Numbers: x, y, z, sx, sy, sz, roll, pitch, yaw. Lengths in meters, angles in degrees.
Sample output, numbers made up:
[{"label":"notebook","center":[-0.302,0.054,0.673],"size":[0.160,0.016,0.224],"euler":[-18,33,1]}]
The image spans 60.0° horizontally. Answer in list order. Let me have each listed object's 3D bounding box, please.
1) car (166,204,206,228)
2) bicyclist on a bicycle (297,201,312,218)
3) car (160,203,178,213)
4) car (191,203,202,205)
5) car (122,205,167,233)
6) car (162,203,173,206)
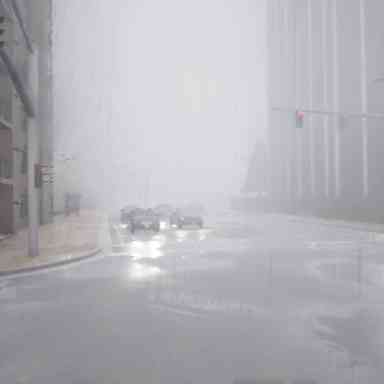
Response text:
[{"label":"car","center":[-0.504,1.924,25.693],"size":[1.812,1.442,4.674],"euler":[0,-1,-15]},{"label":"bicyclist on a bicycle","center":[10.472,1.646,30.983],"size":[1.656,1.620,0.582],"euler":[-1,-1,-15]},{"label":"car","center":[-3.637,2.390,51.699],"size":[1.994,1.385,4.181],"euler":[0,-1,-16]},{"label":"car","center":[0.555,2.292,49.603],"size":[2.033,1.411,5.357],"euler":[0,-1,-14]},{"label":"car","center":[-3.359,1.879,22.705],"size":[2.128,1.511,4.902],"euler":[0,-1,-15]},{"label":"car","center":[-2.853,2.052,34.627],"size":[2.128,1.511,4.902],"euler":[0,-1,-15]}]
